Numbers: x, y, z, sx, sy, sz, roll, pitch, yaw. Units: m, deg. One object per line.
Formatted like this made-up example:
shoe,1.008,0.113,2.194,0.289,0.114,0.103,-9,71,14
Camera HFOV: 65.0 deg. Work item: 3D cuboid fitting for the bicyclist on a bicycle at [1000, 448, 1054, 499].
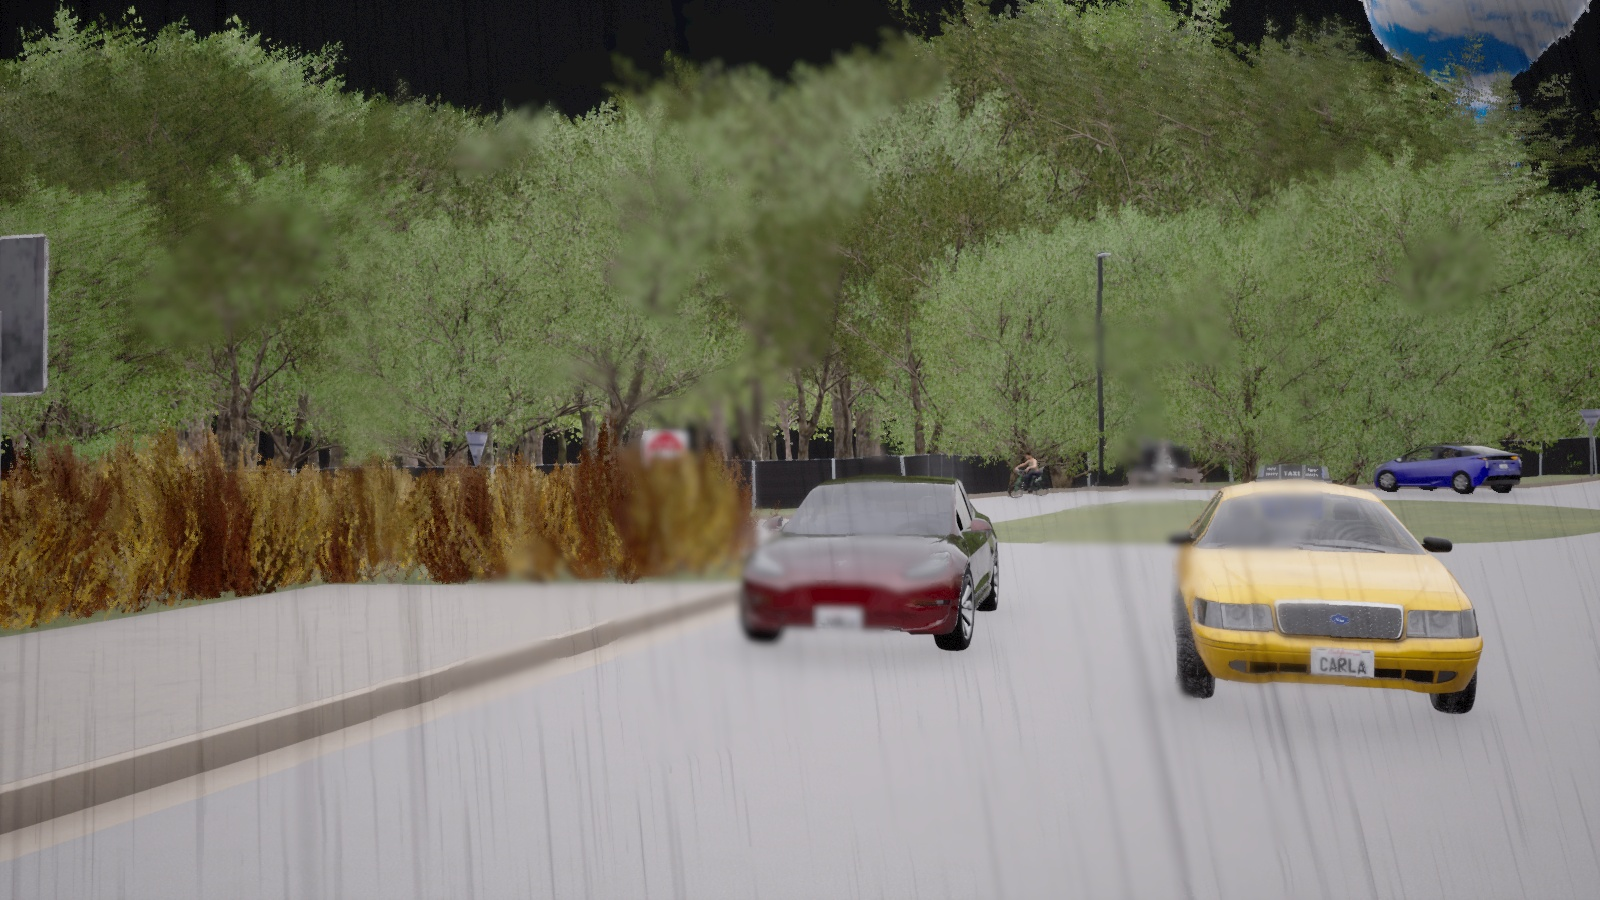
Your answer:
bicyclist on a bicycle,7.829,0.804,43.339,1.509,1.612,0.866,-5,2,-16

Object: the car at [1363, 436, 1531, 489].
car,20.286,0.392,39.615,2.007,1.525,4.514,-1,0,-21

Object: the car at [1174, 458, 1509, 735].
car,3.950,0.863,10.039,1.801,1.575,5.366,0,0,16

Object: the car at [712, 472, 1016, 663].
car,0.887,0.986,12.515,2.163,1.488,4.792,-1,-1,13
